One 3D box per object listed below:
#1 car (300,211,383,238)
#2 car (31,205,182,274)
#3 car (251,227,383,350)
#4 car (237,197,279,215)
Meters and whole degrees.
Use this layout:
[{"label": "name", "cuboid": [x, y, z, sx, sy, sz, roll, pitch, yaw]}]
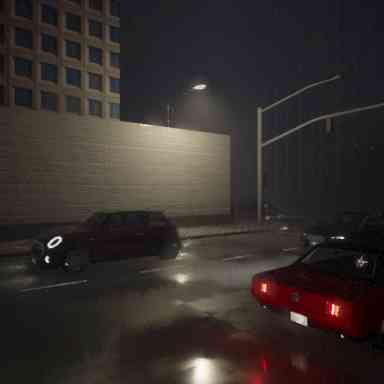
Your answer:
[{"label": "car", "cuboid": [6.130, 1.491, 12.641, 4.902, 1.511, 2.128, 0, 0, -35]}, {"label": "car", "cuboid": [-2.633, 1.352, 10.706, 4.553, 1.767, 2.097, 0, 0, -35]}, {"label": "car", "cuboid": [3.418, 1.601, 6.225, 4.718, 1.301, 1.895, 0, 0, -35]}, {"label": "car", "cuboid": [6.813, 1.407, 34.686, 2.097, 1.767, 4.553, 0, 0, -35]}]
